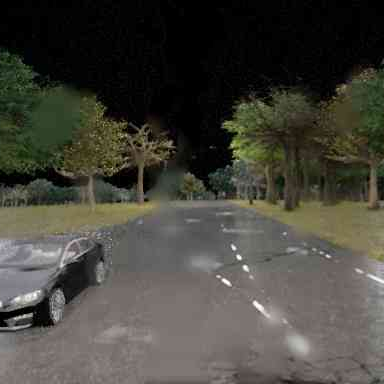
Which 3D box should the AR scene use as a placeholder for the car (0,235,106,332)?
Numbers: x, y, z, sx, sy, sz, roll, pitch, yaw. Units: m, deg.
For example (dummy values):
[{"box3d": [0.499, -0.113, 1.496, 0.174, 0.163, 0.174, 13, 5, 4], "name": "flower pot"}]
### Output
[{"box3d": [-3.466, 1.847, 7.884, 2.128, 1.511, 4.902, -1, -1, 1], "name": "car"}]
